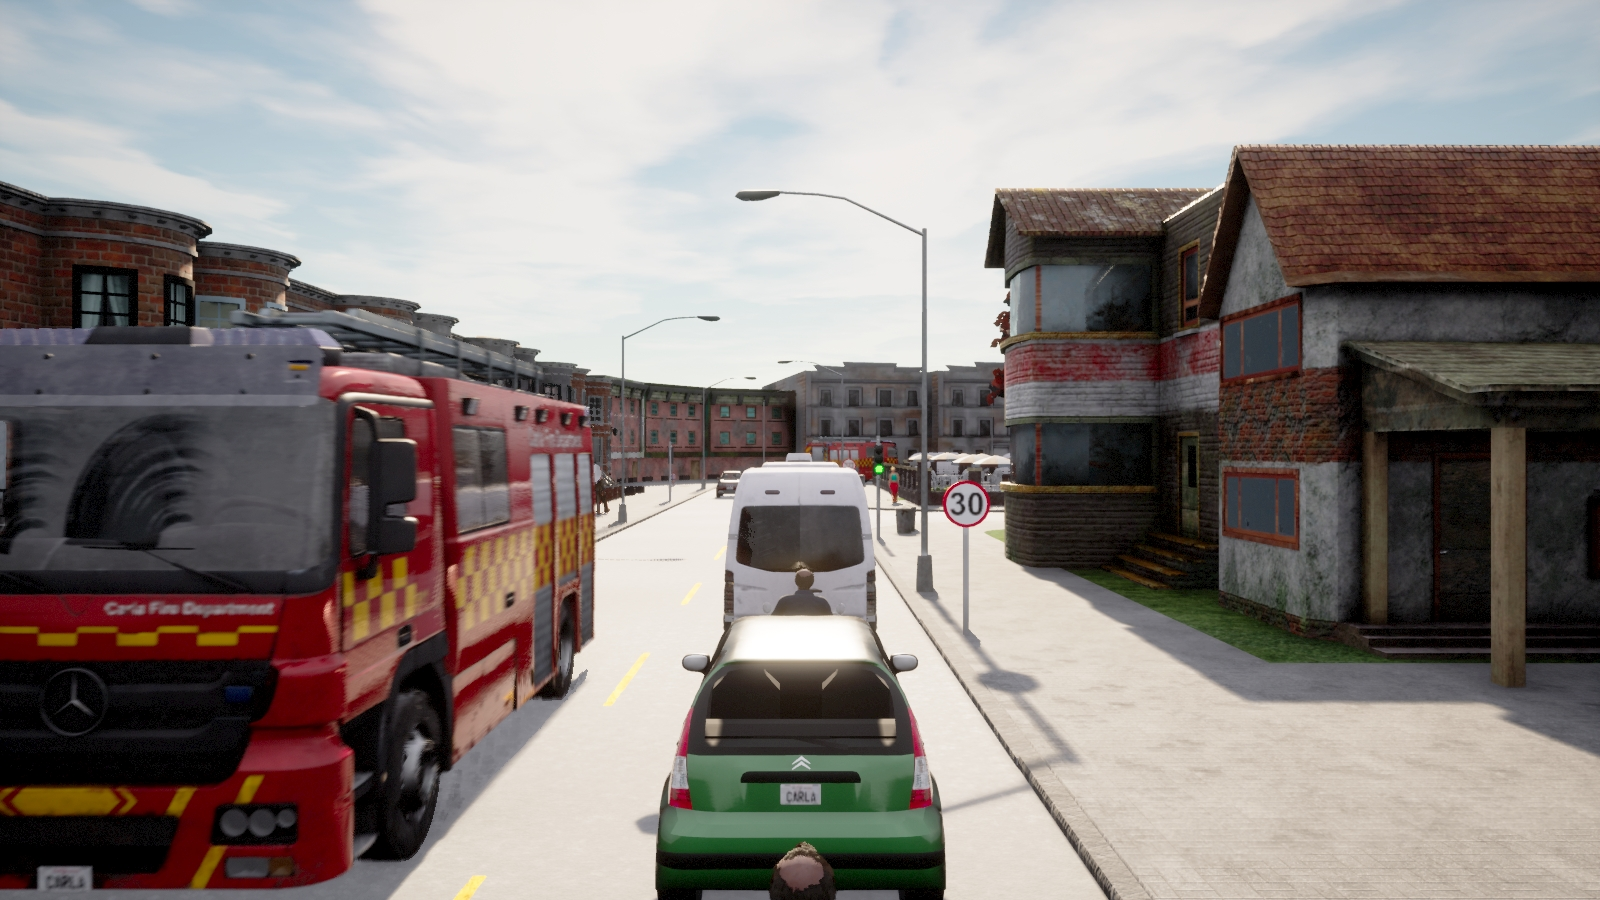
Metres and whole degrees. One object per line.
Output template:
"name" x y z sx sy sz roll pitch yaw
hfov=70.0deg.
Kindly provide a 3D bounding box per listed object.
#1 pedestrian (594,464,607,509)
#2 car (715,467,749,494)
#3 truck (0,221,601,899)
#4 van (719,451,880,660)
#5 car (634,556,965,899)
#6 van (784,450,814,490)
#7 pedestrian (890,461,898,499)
"pedestrian" -8.287 1.508 47.431 0.375 1.860 0.375 0 0 19
"car" -4.014 1.781 67.520 1.789 1.549 3.705 0 0 0
"truck" -4.006 0.666 10.461 2.891 3.827 8.468 0 0 0
"van" -0.006 1.308 17.043 1.988 2.561 5.915 0 0 0
"car" -0.003 1.776 8.384 1.851 1.617 3.988 0 0 0
"van" -0.059 1.286 76.777 1.988 2.561 5.915 0 0 0
"pedestrian" 4.638 1.495 56.292 0.375 1.860 0.375 0 0 9
